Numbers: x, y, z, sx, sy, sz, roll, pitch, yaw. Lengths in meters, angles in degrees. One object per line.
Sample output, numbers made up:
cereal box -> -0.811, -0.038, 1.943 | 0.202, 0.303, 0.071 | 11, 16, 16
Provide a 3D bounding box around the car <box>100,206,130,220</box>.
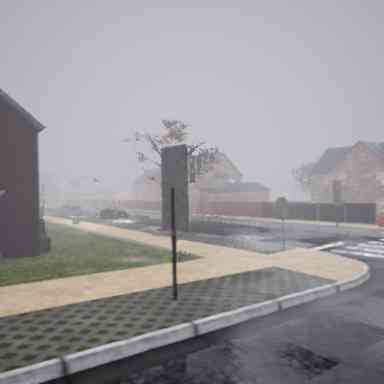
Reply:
car -> -8.171, 2.174, 35.002 | 1.994, 1.385, 4.181 | -2, 0, -36
